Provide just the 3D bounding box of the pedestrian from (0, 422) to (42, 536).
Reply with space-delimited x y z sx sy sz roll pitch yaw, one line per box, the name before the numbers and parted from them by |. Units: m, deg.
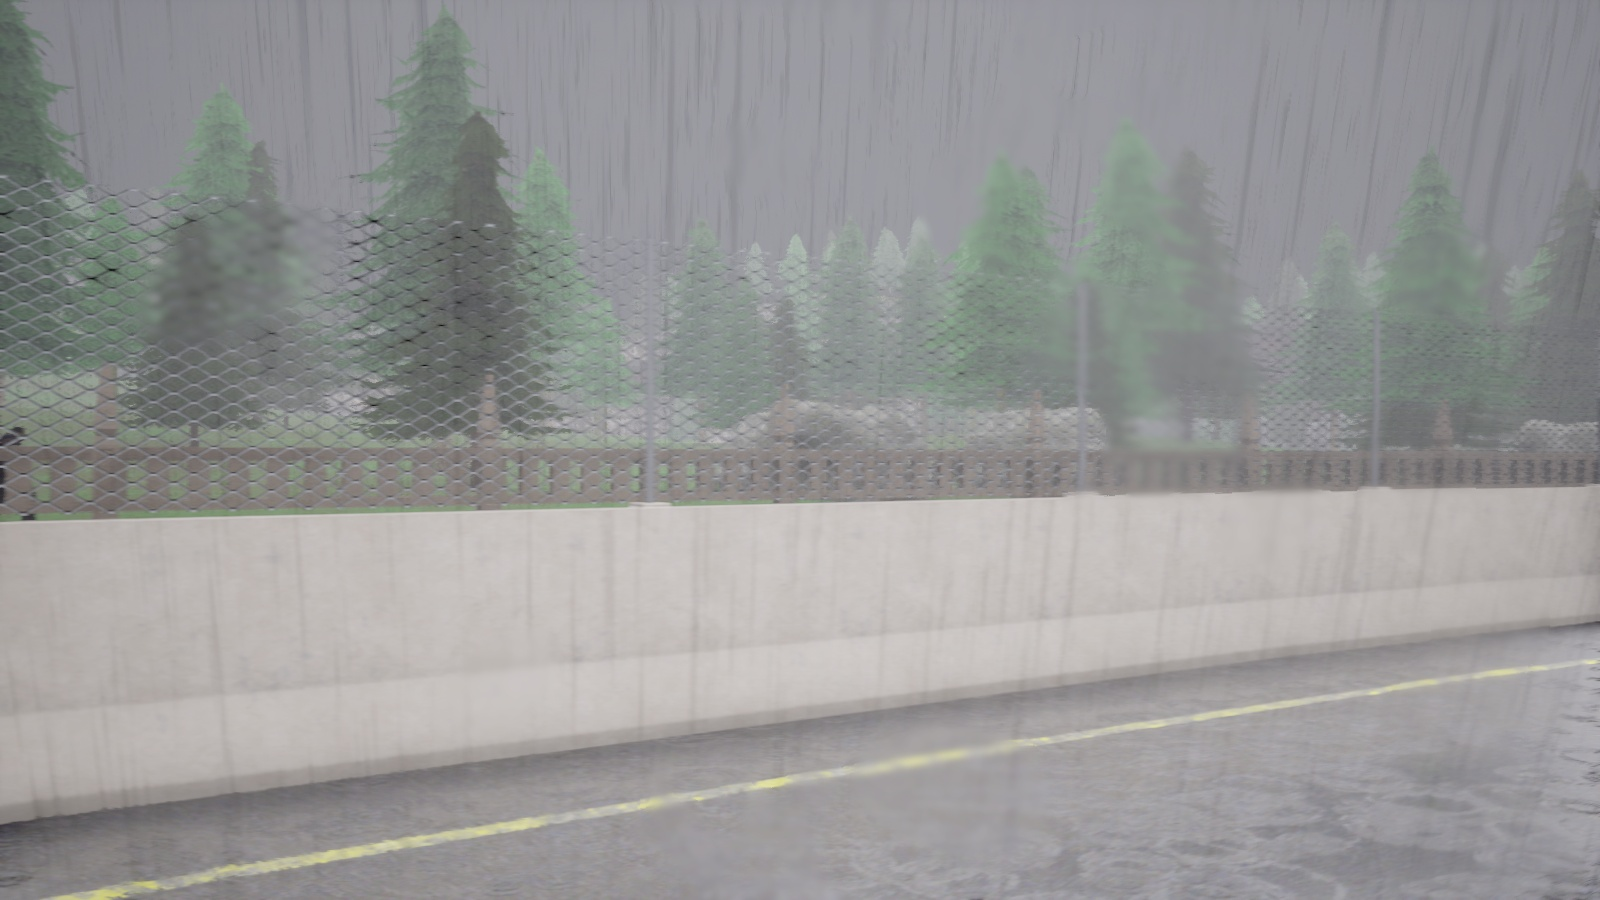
pedestrian | -12.949 0.465 20.531 0.899 1.844 0.634 0 0 -37
